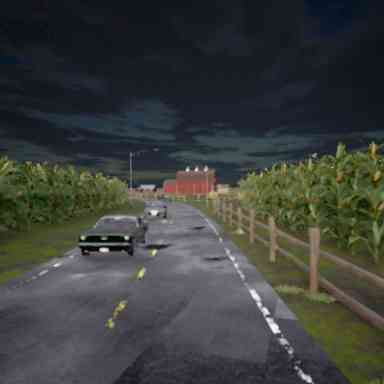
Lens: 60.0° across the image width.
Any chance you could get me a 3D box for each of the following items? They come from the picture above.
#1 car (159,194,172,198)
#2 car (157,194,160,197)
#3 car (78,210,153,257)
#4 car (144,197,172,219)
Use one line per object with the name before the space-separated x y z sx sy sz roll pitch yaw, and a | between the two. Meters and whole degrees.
car | -5.438 1.424 72.625 1.812 1.442 4.674 0 0 -12
car | -7.551 1.273 82.537 1.837 1.490 4.892 0 0 -14
car | -2.883 1.593 13.111 1.895 1.301 4.718 0 0 0
car | -3.059 1.468 28.834 2.128 1.511 4.902 0 0 -2
